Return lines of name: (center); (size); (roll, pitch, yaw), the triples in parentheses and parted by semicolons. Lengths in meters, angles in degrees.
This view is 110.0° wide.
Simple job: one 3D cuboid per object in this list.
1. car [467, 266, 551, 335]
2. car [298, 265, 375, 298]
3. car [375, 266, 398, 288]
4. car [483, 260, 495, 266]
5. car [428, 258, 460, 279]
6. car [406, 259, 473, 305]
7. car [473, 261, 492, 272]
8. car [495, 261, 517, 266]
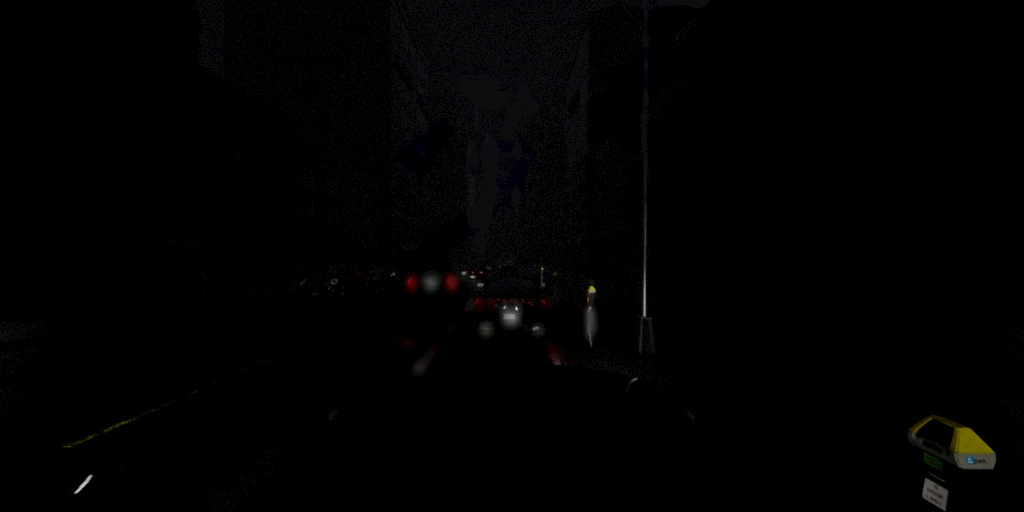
car: (-0.006, 1.225, 10.502); (1.882, 1.535, 5.008); (0, 0, 0)
car: (-8.814, 1.185, 18.031); (1.967, 1.591, 4.097); (0, 0, 0)
car: (-8.814, 1.325, 23.617); (1.802, 1.307, 4.207); (0, 0, 0)
car: (-3.054, 1.231, 46.227); (1.837, 1.490, 4.892); (0, 0, 0)
car: (-6.238, 1.089, 33.396); (2.097, 1.767, 4.553); (0, 0, 0)
car: (-3.146, 1.099, 16.054); (2.097, 1.767, 4.553); (0, 0, 0)
car: (-3.055, 1.340, 30.517); (1.895, 1.301, 4.718); (0, 0, 0)
car: (-0.273, 1.287, 34.789); (2.007, 1.370, 4.403); (0, 0, 0)
